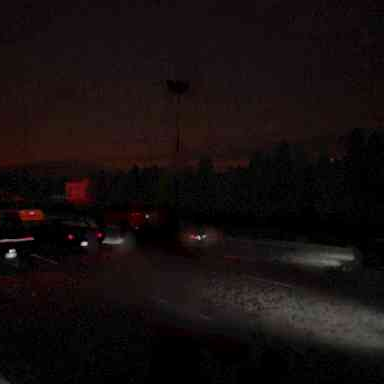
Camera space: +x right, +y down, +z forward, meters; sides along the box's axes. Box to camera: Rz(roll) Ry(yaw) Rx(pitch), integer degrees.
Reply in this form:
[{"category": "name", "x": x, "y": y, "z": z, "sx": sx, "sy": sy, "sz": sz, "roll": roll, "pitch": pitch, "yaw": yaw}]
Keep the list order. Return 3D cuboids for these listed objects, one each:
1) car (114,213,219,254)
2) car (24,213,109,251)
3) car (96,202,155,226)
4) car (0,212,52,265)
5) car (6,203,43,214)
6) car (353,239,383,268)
[{"category": "car", "x": -1.225, "y": 1.935, "z": 15.617, "sx": 2.033, "sy": 1.411, "sz": 5.357, "roll": 3, "pitch": -2, "yaw": -44}, {"category": "car", "x": -6.059, "y": 1.891, "z": 15.553, "sx": 1.895, "sy": 1.301, "sz": 4.718, "roll": 3, "pitch": -2, "yaw": -44}, {"category": "car", "x": -4.892, "y": 1.761, "z": 24.381, "sx": 2.150, "sy": 2.045, "sz": 5.566, "roll": 3, "pitch": -2, "yaw": -44}, {"category": "car", "x": -7.018, "y": 1.660, "z": 11.538, "sx": 2.128, "sy": 1.511, "sz": 4.902, "roll": 3, "pitch": -2, "yaw": -44}, {"category": "car", "x": -15.070, "y": 1.829, "z": 29.774, "sx": 2.097, "sy": 1.767, "sz": 4.553, "roll": 3, "pitch": -2, "yaw": -44}, {"category": "car", "x": 7.992, "y": 1.981, "z": 11.185, "sx": 1.812, "sy": 1.442, "sz": 4.674, "roll": 3, "pitch": -2, "yaw": -45}]
